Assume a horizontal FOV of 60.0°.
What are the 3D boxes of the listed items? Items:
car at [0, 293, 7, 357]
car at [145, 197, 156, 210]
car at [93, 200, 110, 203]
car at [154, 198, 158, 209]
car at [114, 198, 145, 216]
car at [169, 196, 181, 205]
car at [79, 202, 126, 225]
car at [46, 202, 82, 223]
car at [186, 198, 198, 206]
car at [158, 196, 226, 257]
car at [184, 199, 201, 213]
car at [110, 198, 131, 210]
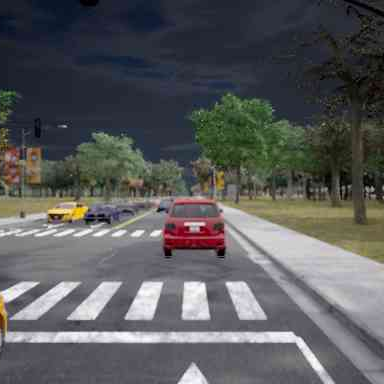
[{"bbox_3d":[-3.275,1.486,2.391,1.882,1.535,5.008,0,0,-3],"label":"car"},{"bbox_3d":[-6.552,1.704,44.890,2.033,1.411,5.357,0,0,0],"label":"car"},{"bbox_3d":[-9.846,1.626,35.898,1.837,1.490,4.892,0,0,0],"label":"car"},{"bbox_3d":[-3.166,1.707,41.380,1.994,1.385,4.181,0,0,0],"label":"car"},{"bbox_3d":[-6.602,1.665,34.760,2.033,1.411,5.357,0,0,0],"label":"car"},{"bbox_3d":[-3.202,1.594,65.269,2.097,1.767,4.553,0,0,0],"label":"car"},{"bbox_3d":[-6.608,1.684,25.153,1.895,1.301,4.718,0,0,0],"label":"car"},{"bbox_3d":[-9.848,1.565,26.599,1.882,1.535,5.008,0,0,0],"label":"car"},{"bbox_3d":[0.028,1.774,61.343,2.033,1.411,5.357,0,0,0],"label":"car"},{"bbox_3d":[0.094,1.267,13.234,2.150,2.045,5.566,0,0,0],"label":"car"},{"bbox_3d":[0.084,1.614,39.793,1.882,1.535,5.008,0,0,0],"label":"car"},{"bbox_3d":[-9.789,1.666,45.897,1.837,1.490,4.892,0,0,0],"label":"car"}]
